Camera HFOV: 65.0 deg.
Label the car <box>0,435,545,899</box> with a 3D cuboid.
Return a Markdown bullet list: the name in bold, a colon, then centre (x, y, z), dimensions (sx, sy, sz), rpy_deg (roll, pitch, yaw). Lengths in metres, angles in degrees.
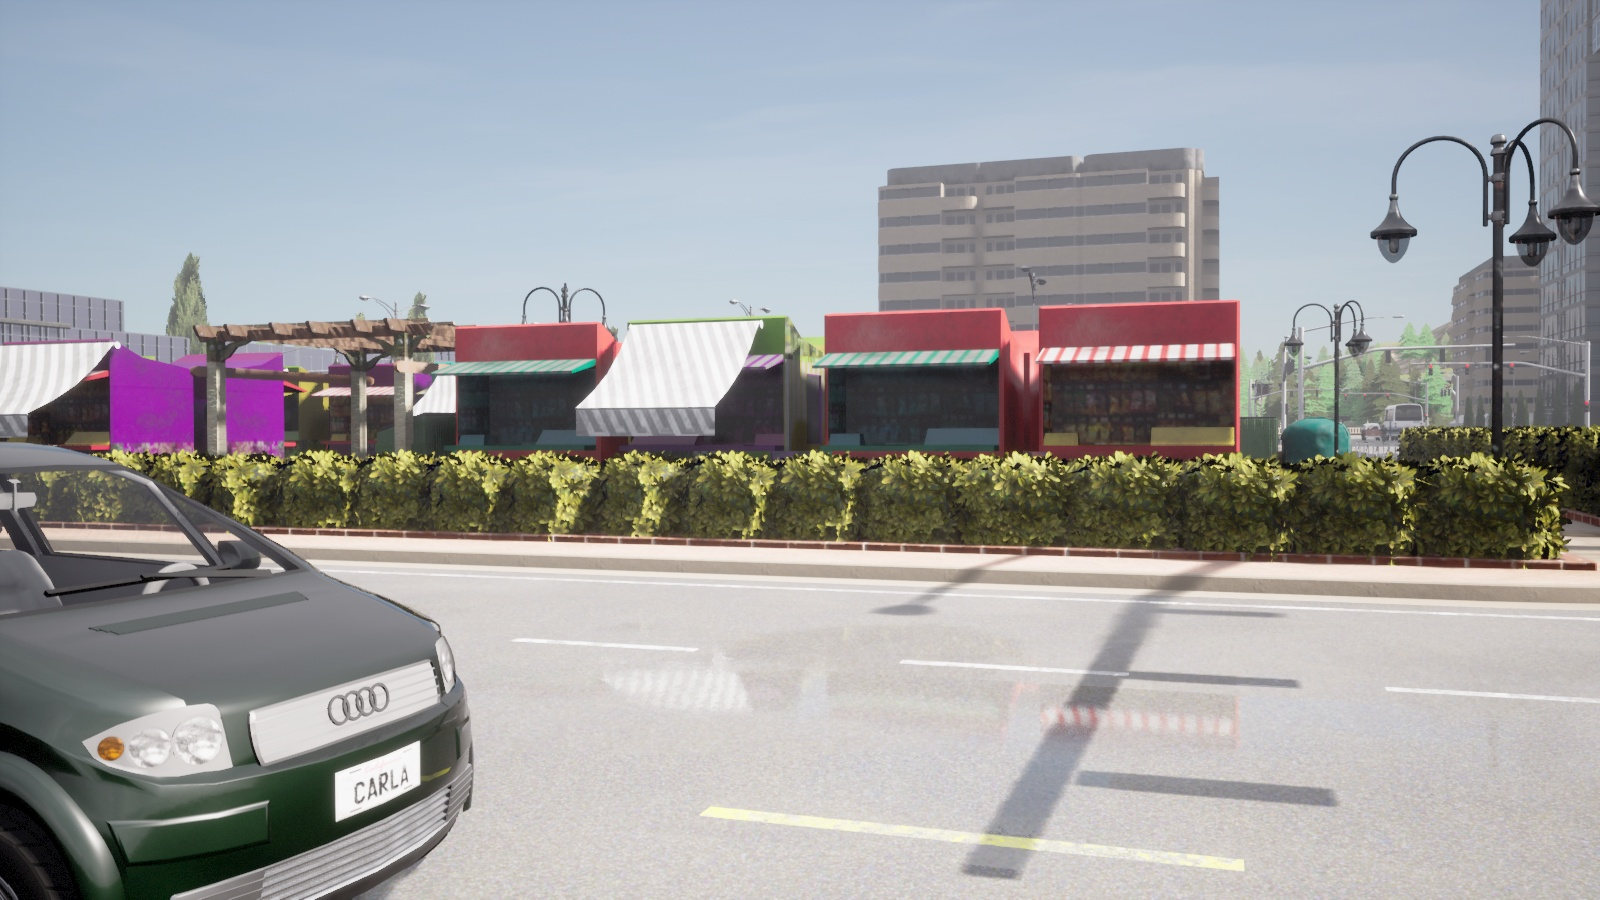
- **car**: centre (-2.942, 0.728, 4.181), dimensions (3.705, 1.549, 1.789), rpy_deg (0, 1, 19)
